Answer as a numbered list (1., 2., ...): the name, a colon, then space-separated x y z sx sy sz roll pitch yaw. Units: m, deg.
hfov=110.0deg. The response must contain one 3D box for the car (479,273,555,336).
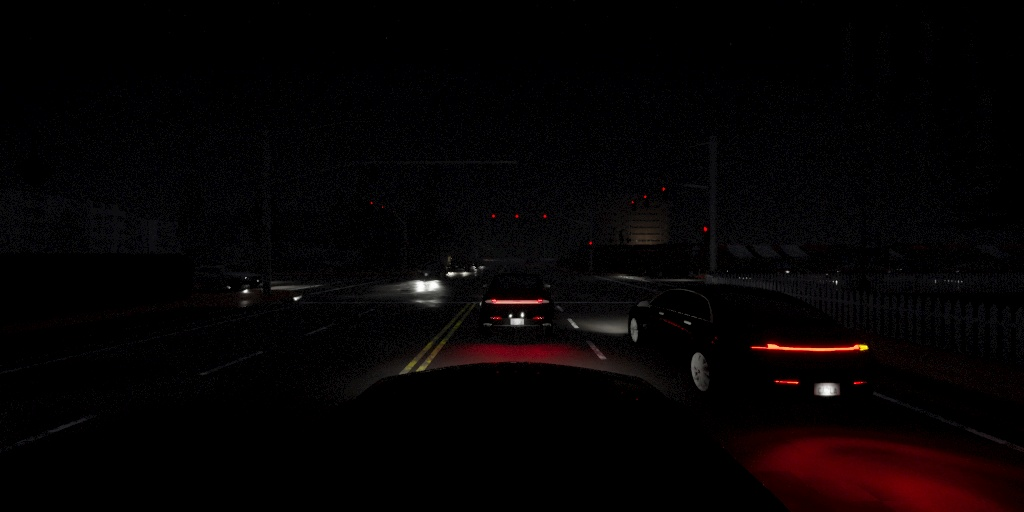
1. car: 0.134 1.242 10.372 2.128 1.511 4.902 0 0 0

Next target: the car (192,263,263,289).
1. car: -18.154 1.276 22.300 4.674 1.442 1.812 0 0 0

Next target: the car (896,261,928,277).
1. car: 38.028 1.242 33.896 4.902 1.511 2.128 0 0 -1

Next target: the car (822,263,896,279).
1. car: 28.887 1.276 30.231 4.674 1.442 1.812 0 0 -1

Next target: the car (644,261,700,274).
1. car: 14.933 1.255 33.545 4.892 1.490 1.837 0 0 1

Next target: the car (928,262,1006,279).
1. car: 38.886 1.276 30.411 4.674 1.442 1.812 0 0 -1

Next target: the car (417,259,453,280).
1. car: -6.913 1.241 31.445 2.128 1.511 4.902 0 0 0

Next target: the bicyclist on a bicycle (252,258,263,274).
1. bicyclist on a bicycle: -26.161 1.051 36.892 0.582 1.620 1.656 0 0 -3

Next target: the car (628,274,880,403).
1. car: 3.589 1.255 6.467 1.837 1.490 4.892 0 0 1

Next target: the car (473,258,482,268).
1. car: -6.706 1.255 60.180 1.837 1.490 4.892 0 0 1

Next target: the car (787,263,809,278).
1. car: 24.672 1.297 33.663 5.357 1.411 2.033 0 0 -1

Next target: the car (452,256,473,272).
1. car: -6.813 0.973 46.865 2.150 2.045 5.566 0 0 0

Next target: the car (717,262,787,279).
1. car: 19.627 1.241 30.067 4.902 1.511 2.128 0 0 -1
